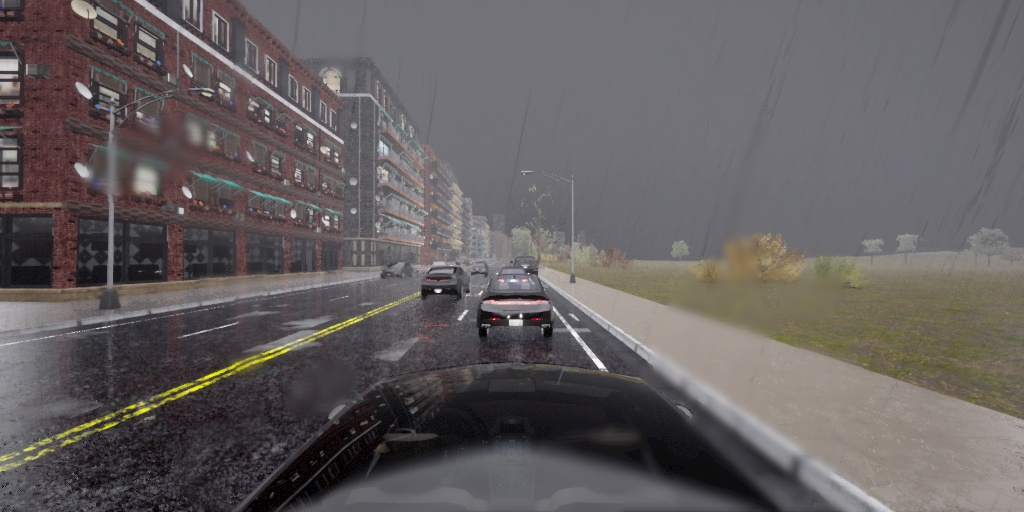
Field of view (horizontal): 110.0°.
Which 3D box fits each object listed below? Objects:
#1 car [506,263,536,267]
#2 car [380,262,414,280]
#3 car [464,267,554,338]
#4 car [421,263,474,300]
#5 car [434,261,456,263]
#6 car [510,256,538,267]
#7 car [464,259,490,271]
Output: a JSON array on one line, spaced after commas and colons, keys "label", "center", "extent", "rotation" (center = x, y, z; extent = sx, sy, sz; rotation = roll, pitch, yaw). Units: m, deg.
[{"label": "car", "center": [0.049, 1.300, 20.689], "extent": [2.033, 1.411, 5.357], "rotation": [0, 0, 0]}, {"label": "car", "center": [-9.938, 1.258, 31.366], "extent": [1.837, 1.490, 4.892], "rotation": [0, 0, 0]}, {"label": "car", "center": [0.076, 1.243, 10.249], "extent": [2.128, 1.511, 4.902], "rotation": [0, 0, 0]}, {"label": "car", "center": [-3.197, 1.256, 17.888], "extent": [1.837, 1.490, 4.892], "rotation": [0, 0, 0]}, {"label": "car", "center": [-6.705, 1.279, 33.059], "extent": [1.812, 1.442, 4.674], "rotation": [0, 0, 0]}, {"label": "car", "center": [1.052, 0.979, 30.902], "extent": [2.150, 2.045, 5.566], "rotation": [0, 0, 0]}, {"label": "car", "center": [-3.256, 1.301, 36.013], "extent": [2.033, 1.411, 5.357], "rotation": [0, 0, 0]}]
